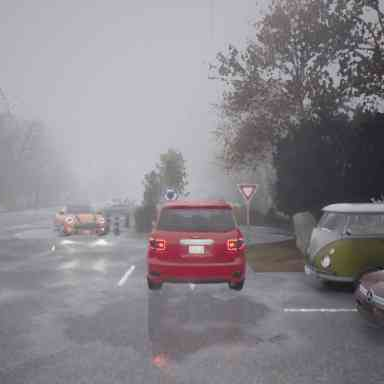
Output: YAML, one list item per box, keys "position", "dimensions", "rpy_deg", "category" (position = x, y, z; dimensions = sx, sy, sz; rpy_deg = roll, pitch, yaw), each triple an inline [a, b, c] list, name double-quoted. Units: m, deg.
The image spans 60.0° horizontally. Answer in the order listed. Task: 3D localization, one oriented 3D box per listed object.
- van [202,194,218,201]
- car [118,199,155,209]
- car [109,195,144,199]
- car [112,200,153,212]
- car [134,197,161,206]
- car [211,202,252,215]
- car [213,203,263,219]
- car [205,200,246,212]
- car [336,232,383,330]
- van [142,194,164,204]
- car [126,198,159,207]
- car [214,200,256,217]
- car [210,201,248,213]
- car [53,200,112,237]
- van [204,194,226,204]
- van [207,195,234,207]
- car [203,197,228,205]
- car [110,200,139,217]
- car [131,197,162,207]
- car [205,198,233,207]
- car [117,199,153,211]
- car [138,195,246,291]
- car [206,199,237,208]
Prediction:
- position: [4.849, 1.520, 90.299]
  dimensions: [4.442, 1.987, 1.878]
  rpy_deg: [0, 0, 0]
  category: "van"
- position: [-8.512, 1.850, 51.425]
  dimensions: [5.366, 1.575, 1.946]
  rpy_deg: [0, 1, 0]
  category: "car"
- position: [-8.293, 1.679, 43.094]
  dimensions: [5.566, 2.045, 2.435]
  rpy_deg: [0, 1, 0]
  category: "car"
- position: [-8.138, 1.901, 45.873]
  dimensions: [5.366, 1.575, 1.946]
  rpy_deg: [0, 1, 0]
  category: "car"
- position: [-8.338, 1.771, 62.518]
  dimensions: [4.892, 1.521, 2.231]
  rpy_deg: [0, 0, 0]
  category: "car"
- position: [4.730, 1.986, 40.322]
  dimensions: [4.792, 1.488, 2.163]
  rpy_deg: [0, 1, 0]
  category: "car"
- position: [4.757, 2.006, 34.905]
  dimensions: [5.008, 1.535, 2.097]
  rpy_deg: [0, 1, 0]
  category: "car"
- position: [4.571, 1.902, 45.861]
  dimensions: [5.366, 1.575, 1.946]
  rpy_deg: [0, 1, 0]
  category: "car"
- position: [5.043, 1.517, 5.136]
  dimensions: [4.674, 1.452, 2.002]
  rpy_deg: [0, 0, 0]
  category: "car"
- position: [-8.220, 1.531, 70.847]
  dimensions: [4.442, 1.987, 1.878]
  rpy_deg: [0, 0, 0]
  category: "van"
- position: [-8.515, 1.800, 57.098]
  dimensions: [5.366, 1.575, 1.946]
  rpy_deg: [0, 1, 0]
  category: "car"
- position: [4.792, 1.855, 37.675]
  dimensions: [4.553, 1.767, 2.185]
  rpy_deg: [0, 1, 0]
  category: "car"
- position: [4.755, 1.971, 43.092]
  dimensions: [4.674, 1.452, 2.002]
  rpy_deg: [0, 1, 0]
  category: "car"
- position: [-6.291, 1.457, 18.430]
  dimensions: [2.097, 1.767, 4.553]
  rpy_deg: [2, -2, -30]
  category: "car"
- position: [4.859, 1.531, 70.782]
  dimensions: [4.442, 1.987, 1.878]
  rpy_deg: [0, 0, 0]
  category: "van"
- position: [4.867, 1.578, 57.062]
  dimensions: [4.442, 1.987, 1.878]
  rpy_deg: [0, 0, 0]
  category: "van"
- position: [4.750, 1.759, 68.012]
  dimensions: [5.008, 1.535, 2.097]
  rpy_deg: [0, 0, 0]
  category: "car"
- position: [-8.348, 2.011, 37.545]
  dimensions: [4.792, 1.488, 2.163]
  rpy_deg: [0, 1, 0]
  category: "car"
- position: [-8.146, 1.781, 59.751]
  dimensions: [5.366, 1.575, 1.946]
  rpy_deg: [0, 0, 0]
  category: "car"
- position: [4.778, 1.813, 59.835]
  dimensions: [4.792, 1.488, 2.163]
  rpy_deg: [0, 0, 0]
  category: "car"
- position: [-8.319, 1.880, 48.649]
  dimensions: [4.892, 1.521, 2.231]
  rpy_deg: [0, 1, 0]
  category: "car"
- position: [0.080, 1.217, 9.159]
  dimensions: [2.150, 2.045, 5.566]
  rpy_deg: [0, 0, 0]
  category: "car"
- position: [4.724, 1.858, 54.170]
  dimensions: [4.792, 1.488, 2.163]
  rpy_deg: [0, 1, 0]
  category: "car"
